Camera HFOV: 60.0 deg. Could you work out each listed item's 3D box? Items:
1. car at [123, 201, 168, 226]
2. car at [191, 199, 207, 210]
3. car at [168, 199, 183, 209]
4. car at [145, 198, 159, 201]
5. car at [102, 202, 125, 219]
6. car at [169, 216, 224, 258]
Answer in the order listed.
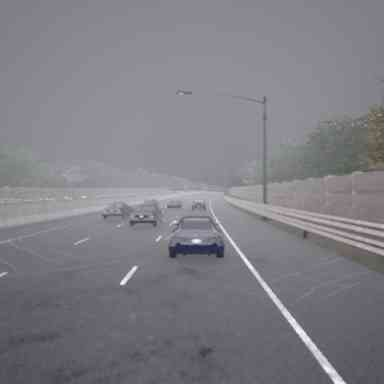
[{"bbox_3d":[-3.171,1.624,23.798,2.033,1.411,5.357,0,0,1],"label":"car"},{"bbox_3d":[0.926,1.638,44.116,1.812,1.442,4.674,0,0,2],"label":"car"},{"bbox_3d":[-2.411,1.679,48.284,1.994,1.385,4.181,0,0,2],"label":"car"},{"bbox_3d":[-5.904,1.607,48.351,2.128,1.511,4.902,0,0,2],"label":"car"},{"bbox_3d":[-6.530,1.635,29.775,2.033,1.411,5.357,0,0,2],"label":"car"},{"bbox_3d":[0.177,1.613,13.120,1.994,1.385,4.181,0,0,1],"label":"car"}]
